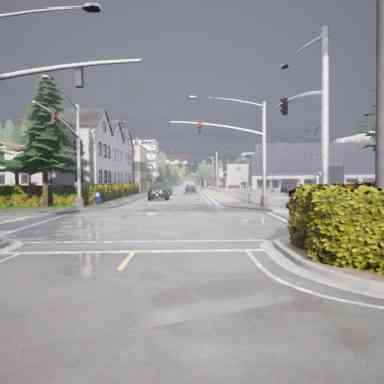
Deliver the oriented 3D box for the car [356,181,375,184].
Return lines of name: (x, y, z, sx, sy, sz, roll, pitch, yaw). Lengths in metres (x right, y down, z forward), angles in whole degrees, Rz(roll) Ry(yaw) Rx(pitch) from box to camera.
car: (18.980, -0.180, 34.253, 1.905, 1.878, 3.866, -1, 2, -1)

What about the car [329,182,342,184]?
car: (25.243, -1.043, 59.531, 2.152, 1.636, 5.027, -1, 2, -1)

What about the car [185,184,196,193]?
car: (-0.233, -0.596, 58.710, 2.128, 1.511, 4.902, -1, 2, 0)

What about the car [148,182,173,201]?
car: (-3.761, -0.122, 38.286, 2.150, 2.045, 5.566, -1, 2, 0)

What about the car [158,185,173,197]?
car: (-3.785, -0.191, 48.444, 1.837, 1.490, 4.892, -1, 2, 0)

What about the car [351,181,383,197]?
car: (22.216, -0.466, 42.137, 1.932, 1.855, 4.605, -1, 2, -1)

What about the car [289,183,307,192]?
car: (18.829, -0.883, 59.171, 1.970, 1.475, 3.806, -1, 2, -1)

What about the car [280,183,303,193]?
car: (15.213, -0.535, 52.107, 2.007, 1.523, 4.514, -1, 2, -1)
